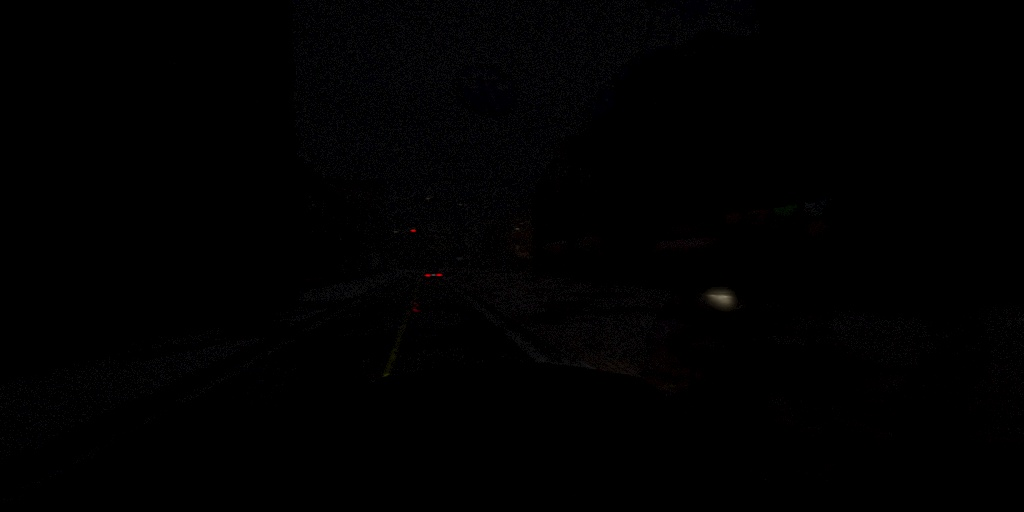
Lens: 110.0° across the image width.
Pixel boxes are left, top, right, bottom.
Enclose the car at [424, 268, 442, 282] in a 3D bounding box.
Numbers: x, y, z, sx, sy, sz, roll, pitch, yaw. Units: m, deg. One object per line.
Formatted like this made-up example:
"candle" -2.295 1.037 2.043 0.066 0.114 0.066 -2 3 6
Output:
"car" -8.515 2.028 38.755 2.033 1.411 5.357 -2 -1 -13
